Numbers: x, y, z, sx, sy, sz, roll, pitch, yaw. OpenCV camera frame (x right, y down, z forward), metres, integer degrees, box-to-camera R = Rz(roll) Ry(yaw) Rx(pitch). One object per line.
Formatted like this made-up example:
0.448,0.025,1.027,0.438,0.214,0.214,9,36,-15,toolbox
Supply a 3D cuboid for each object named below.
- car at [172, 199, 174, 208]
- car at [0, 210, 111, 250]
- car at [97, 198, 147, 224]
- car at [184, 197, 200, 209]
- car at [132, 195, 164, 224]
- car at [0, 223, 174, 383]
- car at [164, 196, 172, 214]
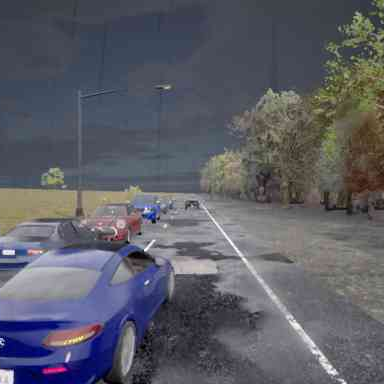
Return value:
-3.627,1.347,45.262,2.097,1.767,4.553,0,0,0,car
-4.480,1.550,10.802,2.033,1.411,5.357,0,0,2,car
-3.673,1.354,15.646,2.097,1.767,4.553,0,0,2,car
0.027,1.501,44.337,1.837,1.490,4.892,0,0,0,car
-3.623,1.223,25.251,2.150,2.045,5.566,0,0,-1,car
-1.502,1.526,5.345,1.812,1.442,4.674,0,0,7,car
-3.620,1.351,35.256,2.097,1.767,4.553,0,0,0,car
